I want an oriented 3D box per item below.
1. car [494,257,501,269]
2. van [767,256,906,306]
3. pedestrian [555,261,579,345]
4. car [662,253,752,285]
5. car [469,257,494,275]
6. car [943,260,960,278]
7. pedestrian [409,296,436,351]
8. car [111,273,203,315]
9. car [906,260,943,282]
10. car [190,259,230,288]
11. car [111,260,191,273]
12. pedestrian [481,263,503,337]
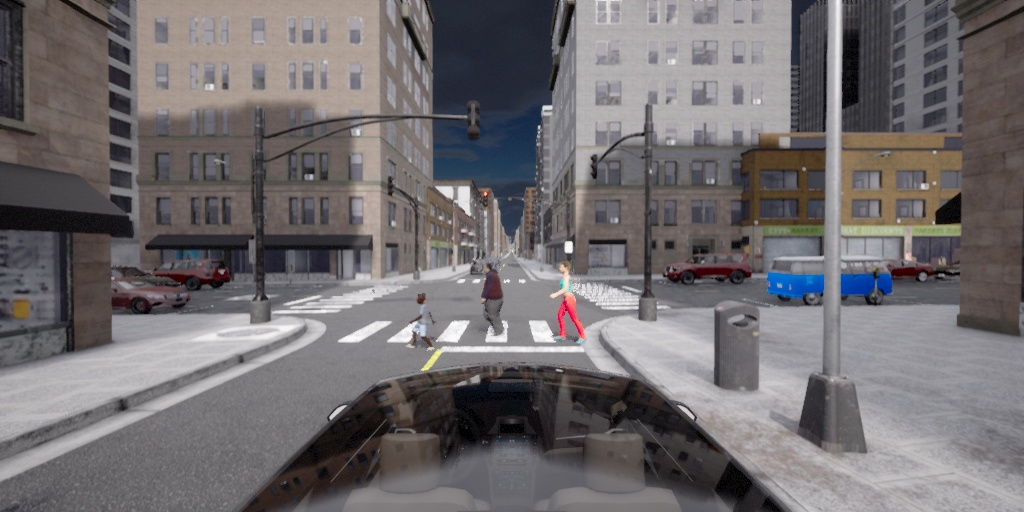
[{"bbox_3d":[-3.061,0.860,50.119,2.097,1.767,4.553,0,0,0],"label":"car"},{"bbox_3d":[12.123,0.891,13.767,3.998,1.789,1.690,0,0,0],"label":"van"},{"bbox_3d":[1.230,1.008,8.039,0.375,1.860,0.375,0,1,0],"label":"pedestrian"},{"bbox_3d":[12.104,0.759,22.292,5.009,1.841,2.192,0,0,0],"label":"car"},{"bbox_3d":[-3.078,1.076,35.598,1.837,1.490,4.892,0,0,0],"label":"car"},{"bbox_3d":[28.931,0.803,22.327,4.313,1.339,1.948,0,0,0],"label":"car"},{"bbox_3d":[-1.847,1.012,7.440,0.375,1.860,0.375,0,1,0],"label":"pedestrian"},{"bbox_3d":[-14.814,1.462,13.711,4.207,1.307,1.802,0,0,0],"label":"car"},{"bbox_3d":[23.321,0.852,22.315,4.507,1.381,1.888,0,0,0],"label":"car"},{"bbox_3d":[-20.337,1.158,22.225,5.009,1.841,2.192,0,0,0],"label":"car"},{"bbox_3d":[-18.017,1.239,16.358,4.553,1.767,2.097,-1,1,0],"label":"car"},{"bbox_3d":[-0.469,1.005,8.641,0.375,1.860,0.375,0,1,0],"label":"pedestrian"}]
